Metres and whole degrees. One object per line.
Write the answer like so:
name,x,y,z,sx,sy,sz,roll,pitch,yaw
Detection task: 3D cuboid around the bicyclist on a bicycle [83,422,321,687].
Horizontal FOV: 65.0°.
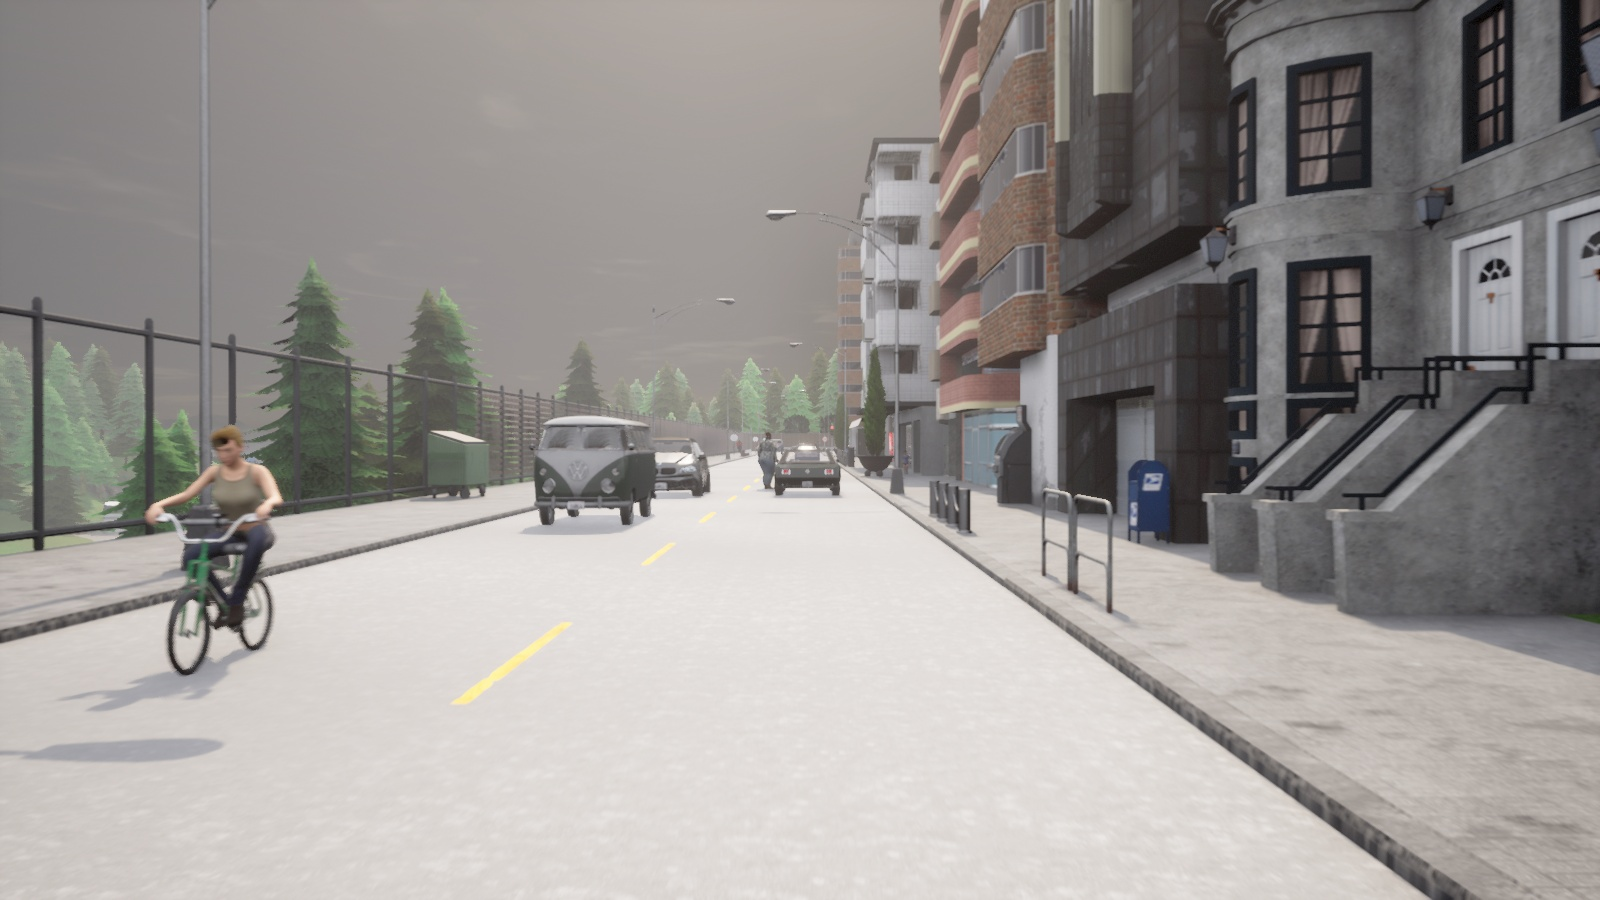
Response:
bicyclist on a bicycle,-3.932,0.632,8.409,0.866,1.612,1.509,0,0,1

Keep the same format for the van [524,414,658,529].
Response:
van,-3.851,0.362,23.842,1.775,1.987,4.442,0,0,0

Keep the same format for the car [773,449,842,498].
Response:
car,0.219,0.640,36.757,1.895,1.301,4.718,0,0,0

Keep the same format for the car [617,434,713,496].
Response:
car,-3.783,0.385,36.018,2.242,1.667,4.611,0,0,0

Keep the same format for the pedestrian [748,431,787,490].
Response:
pedestrian,-1.028,0.317,39.865,0.874,1.855,0.900,0,0,45
